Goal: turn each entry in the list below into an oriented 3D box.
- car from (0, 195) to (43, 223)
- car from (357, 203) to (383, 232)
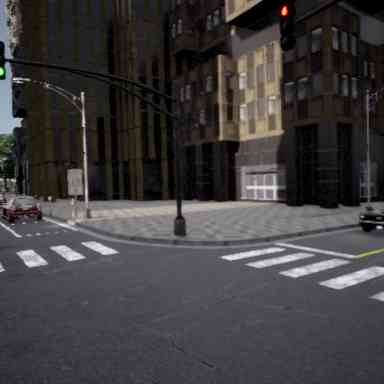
[{"bbox_3d":[-11.132,1.002,21.688,1.967,1.590,4.097,-3,2,-35],"label":"car"},{"bbox_3d":[9.474,1.103,15.119,4.718,1.301,1.895,-2,2,-38],"label":"car"}]
